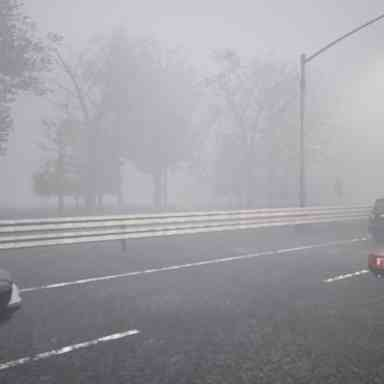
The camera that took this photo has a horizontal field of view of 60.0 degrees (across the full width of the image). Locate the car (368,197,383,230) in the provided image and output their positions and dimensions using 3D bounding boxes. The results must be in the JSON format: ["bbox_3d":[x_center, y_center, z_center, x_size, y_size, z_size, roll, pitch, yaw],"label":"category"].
[{"bbox_3d":[10.242,1.232,15.084,5.566,2.045,2.150,0,0,-34],"label":"car"}]

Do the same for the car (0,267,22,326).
[{"bbox_3d":[-4.979,1.596,4.479,4.718,1.301,1.895,0,0,-36],"label":"car"}]

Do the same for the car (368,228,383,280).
[{"bbox_3d":[6.463,1.607,8.247,4.718,1.301,1.895,0,0,-35],"label":"car"}]
